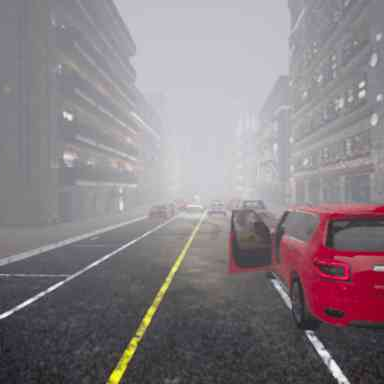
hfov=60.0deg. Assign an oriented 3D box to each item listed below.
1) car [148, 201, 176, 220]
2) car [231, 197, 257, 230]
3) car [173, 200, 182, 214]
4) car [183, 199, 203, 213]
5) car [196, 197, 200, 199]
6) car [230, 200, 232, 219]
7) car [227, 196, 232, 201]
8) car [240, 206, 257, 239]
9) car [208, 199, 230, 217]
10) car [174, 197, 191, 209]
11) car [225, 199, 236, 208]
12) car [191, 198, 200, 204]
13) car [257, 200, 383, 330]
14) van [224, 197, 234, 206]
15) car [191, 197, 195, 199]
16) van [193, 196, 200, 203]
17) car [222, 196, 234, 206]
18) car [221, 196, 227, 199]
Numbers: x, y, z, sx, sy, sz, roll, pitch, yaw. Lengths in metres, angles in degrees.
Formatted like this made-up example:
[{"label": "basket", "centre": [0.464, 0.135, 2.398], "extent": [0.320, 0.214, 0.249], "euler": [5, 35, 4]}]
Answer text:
[{"label": "car", "centre": [-3.002, 1.856, 31.560], "extent": [1.887, 1.381, 4.507], "euler": [-1, -1, 4]}, {"label": "car", "centre": [4.452, 1.486, 25.262], "extent": [2.192, 1.841, 5.009], "euler": [-1, -1, 4]}, {"label": "car", "centre": [-2.609, 1.902, 37.198], "extent": [1.887, 1.381, 4.507], "euler": [-1, -1, 4]}, {"label": "car", "centre": [0.370, 1.977, 43.172], "extent": [1.895, 1.301, 4.718], "euler": [-1, -1, 4]}, {"label": "car", "centre": [0.137, 2.118, 76.661], "extent": [1.967, 1.590, 4.097], "euler": [-1, -1, 4]}, {"label": "car", "centre": [5.246, 1.844, 36.560], "extent": [1.802, 1.307, 4.206], "euler": [-1, -1, 4]}, {"label": "car", "centre": [6.026, 1.668, 47.863], "extent": [2.192, 1.841, 5.009], "euler": [-1, -1, 4]}, {"label": "car", "centre": [4.065, 1.707, 19.609], "extent": [1.802, 1.307, 4.206], "euler": [-1, -1, 4]}, {"label": "car", "centre": [2.661, 1.827, 35.195], "extent": [2.033, 1.411, 5.357], "euler": [-1, -1, 5]}, {"label": "car", "centre": [-1.830, 1.764, 48.474], "extent": [2.192, 1.841, 5.009], "euler": [-1, -1, 4]}, {"label": "car", "centre": [6.820, 2.027, 59.162], "extent": [1.802, 1.307, 4.206], "euler": [-1, -1, 4]}, {"label": "car", "centre": [0.925, 2.320, 87.935], "extent": [2.008, 1.369, 4.403], "euler": [-1, -1, 4]}, {"label": "car", "centre": [2.897, 1.250, 7.022], "extent": [2.150, 2.045, 5.566], "euler": [-1, -1, 4]}, {"label": "van", "centre": [7.208, 1.832, 64.815], "extent": [1.690, 1.788, 3.998], "euler": [-1, -1, 4]}, {"label": "car", "centre": [-1.051, 2.064, 59.578], "extent": [1.752, 1.417, 4.829], "euler": [-1, -1, 4]}, {"label": "van", "centre": [1.312, 2.156, 93.574], "extent": [1.690, 1.788, 3.998], "euler": [-1, -1, 4]}, {"label": "car", "centre": [7.601, 1.852, 70.466], "extent": [2.192, 1.841, 5.009], "euler": [-1, -1, 4]}, {"label": "car", "centre": [3.332, 1.718, 45.853], "extent": [2.097, 1.767, 4.553], "euler": [-1, -1, 4]}]
